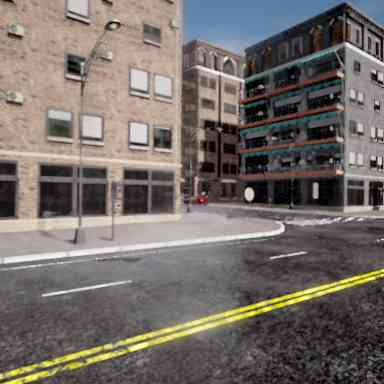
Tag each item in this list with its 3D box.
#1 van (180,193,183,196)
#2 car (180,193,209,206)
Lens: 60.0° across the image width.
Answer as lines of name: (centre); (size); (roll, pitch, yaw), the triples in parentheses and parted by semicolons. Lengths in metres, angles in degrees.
van: (-2.795, 0.915, 50.730); (1.690, 1.788, 3.998); (2, 0, -37)
car: (0.647, 1.242, 46.285); (1.802, 1.307, 4.206); (2, 0, -37)
